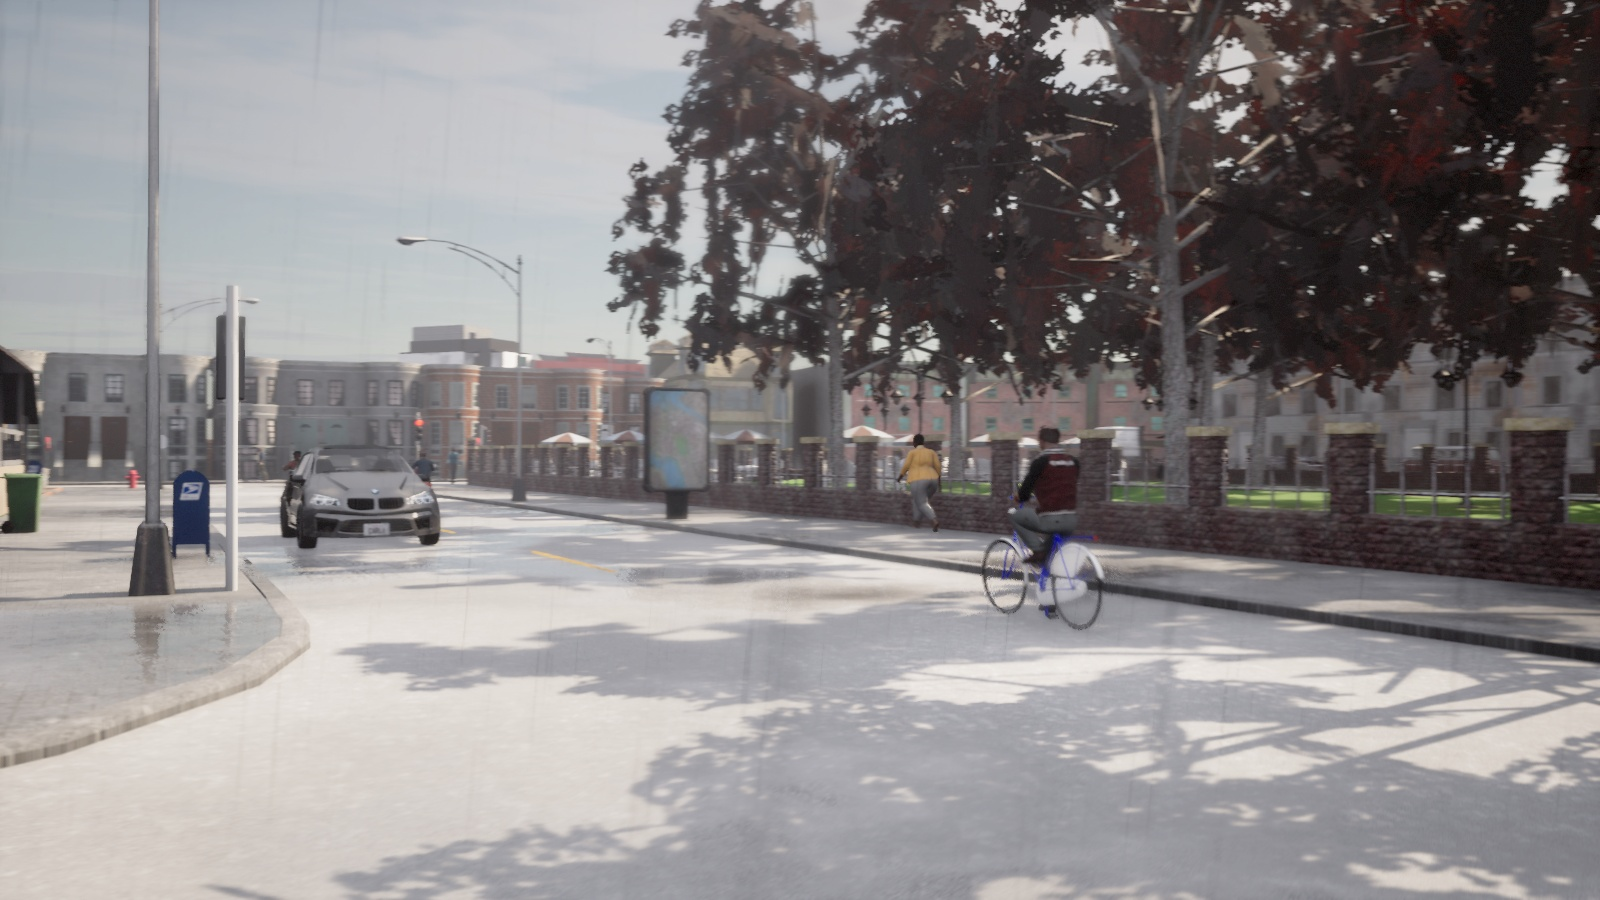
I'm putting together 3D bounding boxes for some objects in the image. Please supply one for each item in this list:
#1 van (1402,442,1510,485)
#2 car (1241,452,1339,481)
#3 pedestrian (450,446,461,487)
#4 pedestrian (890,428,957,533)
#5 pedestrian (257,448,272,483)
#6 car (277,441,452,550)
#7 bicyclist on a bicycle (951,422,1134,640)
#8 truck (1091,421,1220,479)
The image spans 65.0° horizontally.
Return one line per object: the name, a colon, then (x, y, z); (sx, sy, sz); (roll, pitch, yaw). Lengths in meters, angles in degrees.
van: (31.871, 0.646, 61.112); (1.775, 1.987, 4.442); (0, 0, -28)
car: (27.220, 0.904, 69.992); (2.128, 1.511, 4.902); (0, 0, -27)
pedestrian: (-16.200, 0.766, 59.046); (0.396, 1.930, 0.692); (0, 0, -20)
pedestrian: (2.253, 0.546, 22.973); (0.874, 1.855, 0.900); (0, 0, -27)
pedestrian: (-28.390, 0.841, 66.539); (0.726, 1.842, 0.402); (0, 0, -23)
car: (-7.655, 0.711, 21.741); (2.242, 1.667, 4.611); (0, 0, -27)
bicyclist on a bicycle: (2.113, 0.657, 11.204); (0.659, 1.776, 1.843); (-1, 0, -23)
truck: (22.229, 0.023, 79.060); (2.891, 3.462, 7.936); (0, 0, -32)
